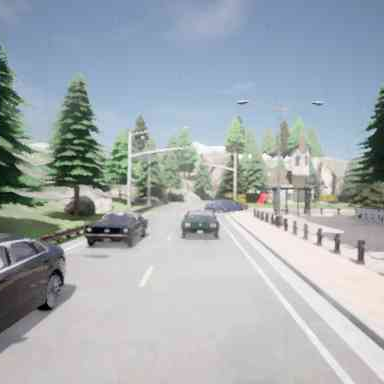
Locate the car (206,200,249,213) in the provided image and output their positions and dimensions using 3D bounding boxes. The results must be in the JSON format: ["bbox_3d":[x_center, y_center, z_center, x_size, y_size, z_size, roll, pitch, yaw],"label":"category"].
[{"bbox_3d":[4.066,1.627,38.334,5.357,1.411,2.033,1,0,-34],"label":"car"}]

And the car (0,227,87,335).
[{"bbox_3d":[-3.505,1.440,4.858,2.128,1.511,4.902,1,0,2],"label":"car"}]

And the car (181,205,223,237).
[{"bbox_3d":[0.465,1.621,18.085,1.895,1.301,4.718,1,0,2],"label":"car"}]

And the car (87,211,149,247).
[{"bbox_3d":[-3.206,1.561,15.028,1.895,1.301,4.718,1,0,2],"label":"car"}]
